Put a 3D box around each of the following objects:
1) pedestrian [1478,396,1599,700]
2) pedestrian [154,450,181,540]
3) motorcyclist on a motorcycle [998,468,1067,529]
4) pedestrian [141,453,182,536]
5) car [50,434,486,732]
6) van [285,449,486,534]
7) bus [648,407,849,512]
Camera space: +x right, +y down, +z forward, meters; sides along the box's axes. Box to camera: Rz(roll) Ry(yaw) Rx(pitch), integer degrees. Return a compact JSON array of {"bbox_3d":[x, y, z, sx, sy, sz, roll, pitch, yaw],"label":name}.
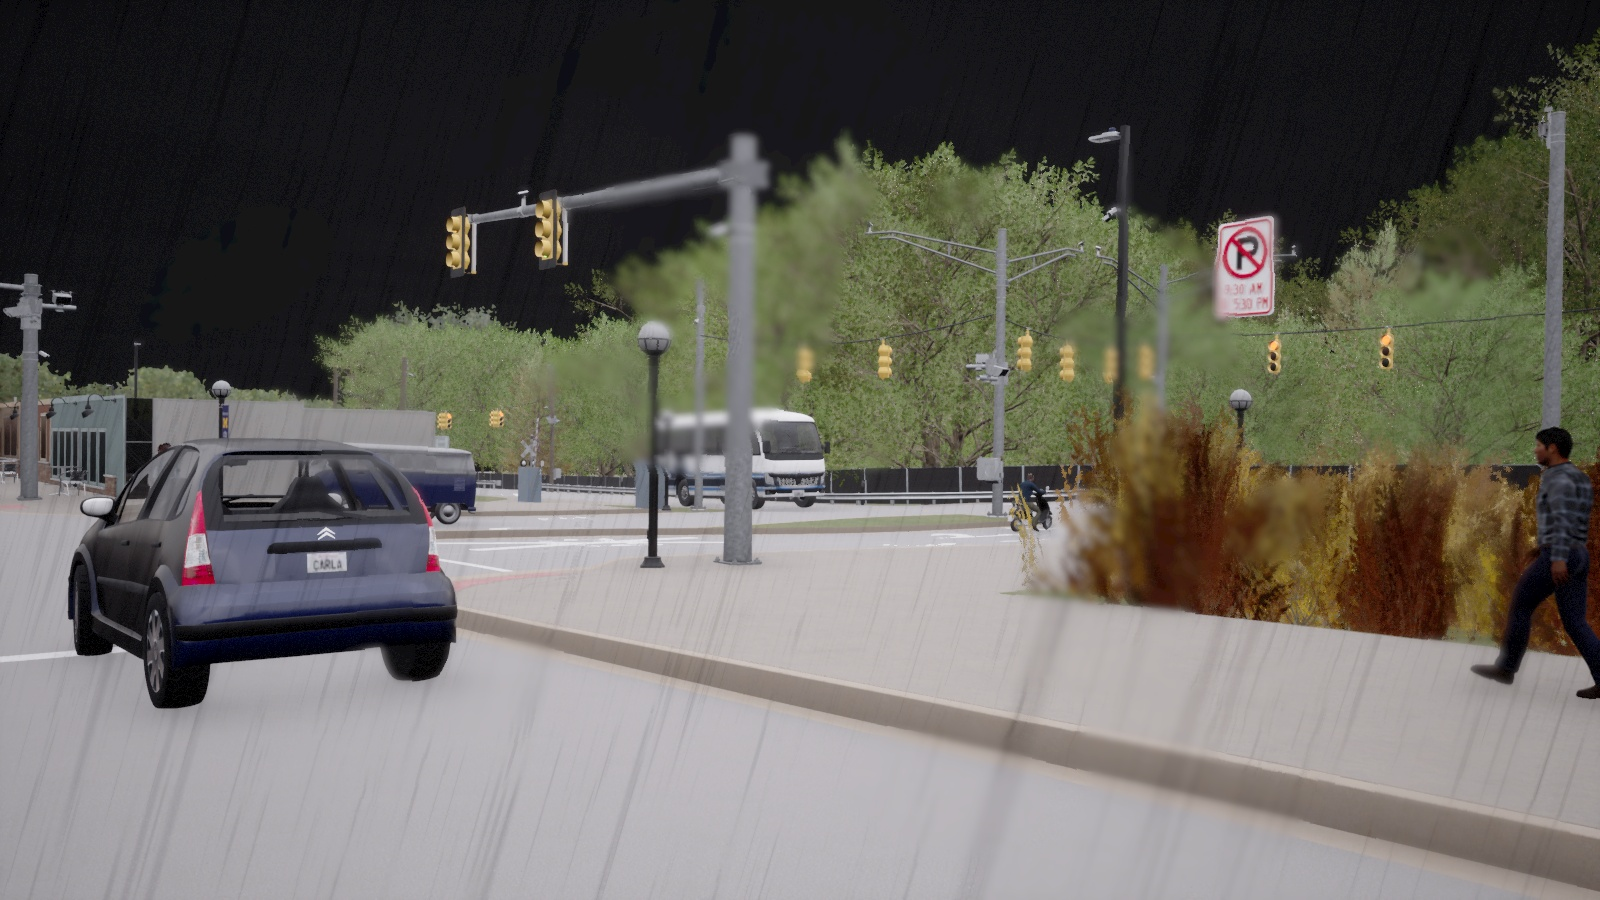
[{"bbox_3d":[5.069,0.622,8.438,0.423,1.949,0.788,-1,1,-38],"label":"pedestrian"},{"bbox_3d":[-13.921,0.975,27.635,0.396,1.930,0.692,-1,1,-37],"label":"pedestrian"},{"bbox_3d":[6.381,1.320,34.445,1.817,1.590,0.866,-1,0,-39],"label":"motorcyclist on a motorcycle"},{"bbox_3d":[-15.347,1.046,30.207,0.659,1.952,0.873,0,1,-13],"label":"pedestrian"},{"bbox_3d":[-3.969,0.760,8.959,1.851,1.617,3.988,-1,-1,-38],"label":"car"},{"bbox_3d":[-10.428,1.055,31.788,4.442,1.987,1.775,2,-2,-41],"label":"van"},{"bbox_3d":[-2.556,0.479,56.287,3.944,4.253,10.273,-1,-1,-35],"label":"bus"}]
